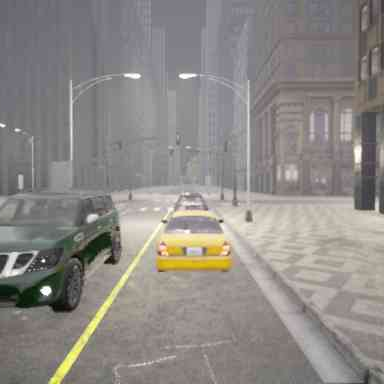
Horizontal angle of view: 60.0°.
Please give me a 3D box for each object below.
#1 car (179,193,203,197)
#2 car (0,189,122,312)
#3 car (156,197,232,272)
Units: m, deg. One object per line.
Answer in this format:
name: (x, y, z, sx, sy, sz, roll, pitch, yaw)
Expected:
car: (-0.066, 0.822, 19.759, 2.033, 1.649, 4.856, 0, 2, -1)
car: (-3.100, 0.984, 7.521, 2.150, 2.045, 5.566, 0, 2, 0)
car: (0.020, 1.153, 9.623, 1.801, 1.575, 5.366, 0, 2, -1)
